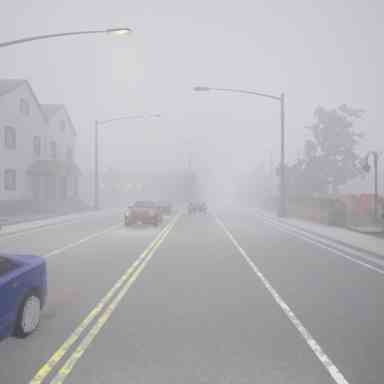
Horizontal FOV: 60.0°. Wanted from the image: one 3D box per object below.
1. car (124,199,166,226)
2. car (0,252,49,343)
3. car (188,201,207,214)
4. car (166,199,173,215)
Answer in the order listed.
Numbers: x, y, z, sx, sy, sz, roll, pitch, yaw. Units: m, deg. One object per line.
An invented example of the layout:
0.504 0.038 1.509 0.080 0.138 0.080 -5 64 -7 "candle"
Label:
-3.287 1.369 23.237 2.097 1.767 4.553 0 0 1 "car"
-3.489 1.480 3.805 1.882 1.535 5.008 0 0 1 "car"
0.591 1.626 35.619 1.895 1.301 4.718 0 0 1 "car"
-3.090 1.502 34.633 1.882 1.535 5.008 0 0 1 "car"
